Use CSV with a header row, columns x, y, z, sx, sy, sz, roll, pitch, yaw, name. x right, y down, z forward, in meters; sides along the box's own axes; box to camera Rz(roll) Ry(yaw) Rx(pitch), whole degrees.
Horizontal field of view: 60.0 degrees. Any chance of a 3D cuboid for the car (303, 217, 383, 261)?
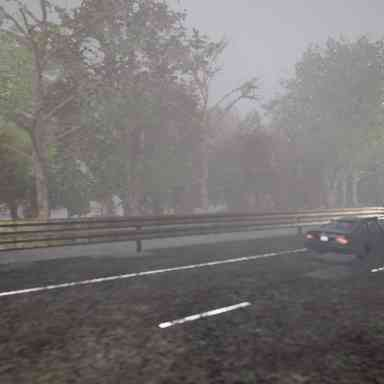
x,y,z,sx,sy,sz,roll,pitch,yaw,name
6.612,1.683,12.938,5.357,1.411,2.033,1,0,-35,car
